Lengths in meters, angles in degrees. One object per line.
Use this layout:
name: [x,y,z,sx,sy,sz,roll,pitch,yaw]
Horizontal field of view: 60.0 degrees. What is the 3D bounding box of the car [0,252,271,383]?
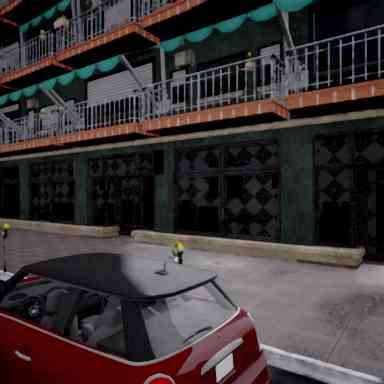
car: [-1.315,1.440,3.813,4.097,1.590,1.967,0,0,35]
